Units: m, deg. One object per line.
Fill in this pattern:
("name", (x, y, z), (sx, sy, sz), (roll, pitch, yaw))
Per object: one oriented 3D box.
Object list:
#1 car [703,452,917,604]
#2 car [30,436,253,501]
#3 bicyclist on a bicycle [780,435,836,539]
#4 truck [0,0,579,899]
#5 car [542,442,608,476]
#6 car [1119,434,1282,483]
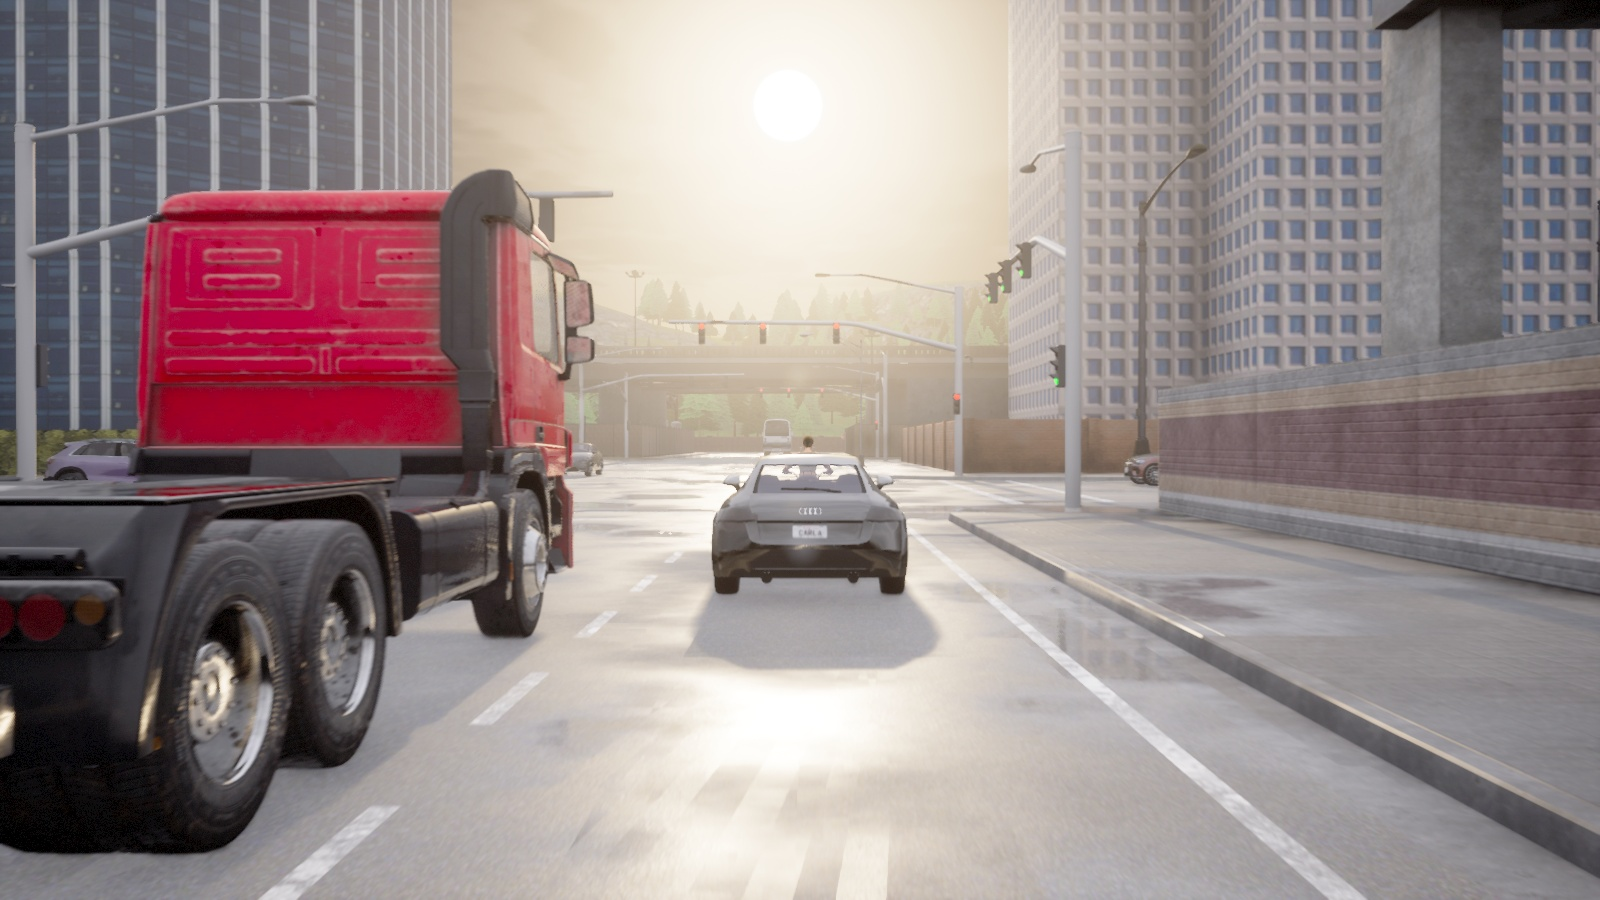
("car", (0.094, 0.733, 13.780), (1.994, 1.385, 4.181), (0, 0, 0))
("car", (-17.274, 0.476, 33.078), (4.856, 1.649, 2.033), (0, 0, 4))
("bicyclist on a bicycle", (0.126, 0.569, 20.300), (0.866, 1.612, 1.509), (0, 0, 0))
("truck", (-3.443, -0.279, 7.262), (2.891, 3.462, 7.936), (0, 0, 0))
("car", (-10.161, 0.373, 57.086), (2.128, 1.511, 4.902), (0, 0, 0))
("car", (13.955, 0.289, 43.943), (5.027, 1.651, 2.152), (0, 0, 1))
